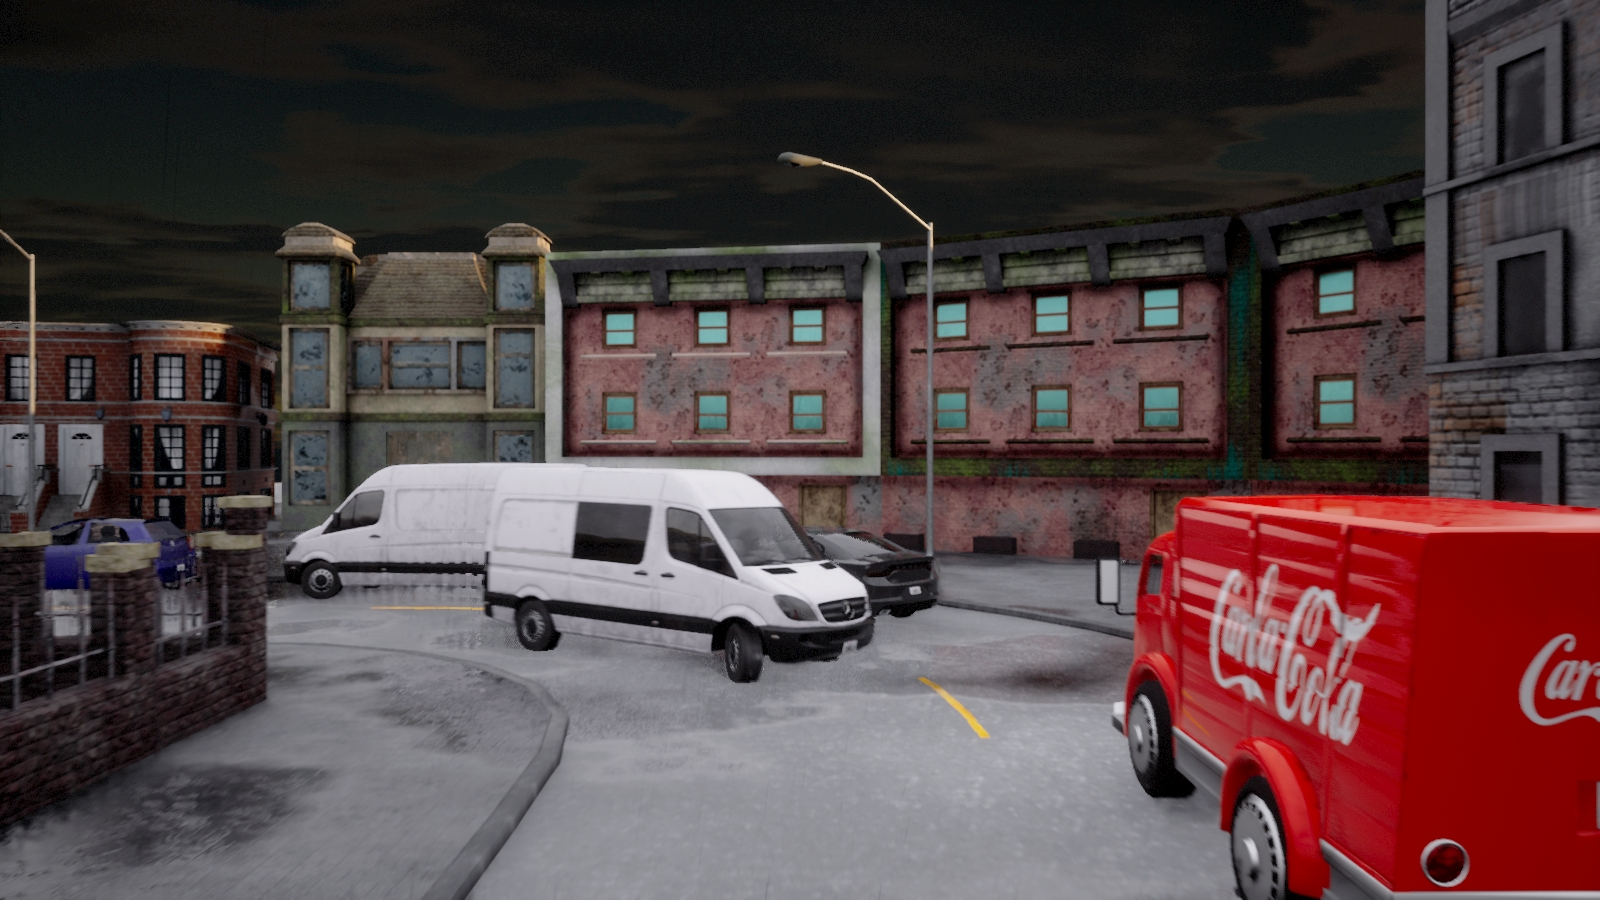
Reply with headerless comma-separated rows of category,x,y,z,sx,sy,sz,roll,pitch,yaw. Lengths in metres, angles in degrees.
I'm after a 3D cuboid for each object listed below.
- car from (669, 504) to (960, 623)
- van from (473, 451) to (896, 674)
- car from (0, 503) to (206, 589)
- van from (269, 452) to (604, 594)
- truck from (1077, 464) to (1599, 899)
car,0.105,1.816,19.595,2.097,1.535,5.006,0,0,-43
van,-1.749,1.316,15.687,5.915,2.561,1.988,0,-1,36
car,-13.757,1.818,22.032,3.633,1.501,1.845,0,0,0
van,-6.952,1.315,22.079,5.915,2.561,1.988,0,0,10
truck,3.857,1.341,7.791,2.627,2.467,5.204,0,-1,0
